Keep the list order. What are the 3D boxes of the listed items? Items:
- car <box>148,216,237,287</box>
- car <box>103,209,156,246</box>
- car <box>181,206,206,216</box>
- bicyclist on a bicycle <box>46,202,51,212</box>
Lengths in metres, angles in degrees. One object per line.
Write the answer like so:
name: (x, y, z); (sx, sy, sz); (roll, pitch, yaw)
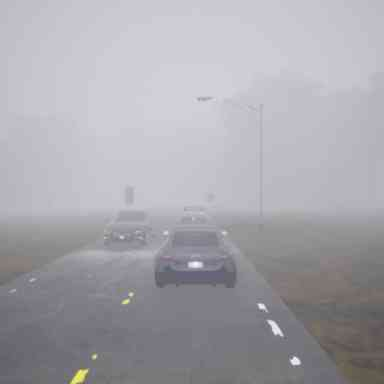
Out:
car: (0.095, 1.606, 9.442); (1.994, 1.385, 4.181); (0, 0, 0)
car: (-2.826, 1.590, 15.838); (1.837, 1.490, 4.892); (0, 0, 0)
car: (0.131, 1.798, 27.331); (1.895, 1.301, 4.718); (0, -1, 0)
bicyclist on a bicycle: (-22.542, 2.325, 52.219); (0.582, 1.620, 1.656); (-1, -1, 0)
